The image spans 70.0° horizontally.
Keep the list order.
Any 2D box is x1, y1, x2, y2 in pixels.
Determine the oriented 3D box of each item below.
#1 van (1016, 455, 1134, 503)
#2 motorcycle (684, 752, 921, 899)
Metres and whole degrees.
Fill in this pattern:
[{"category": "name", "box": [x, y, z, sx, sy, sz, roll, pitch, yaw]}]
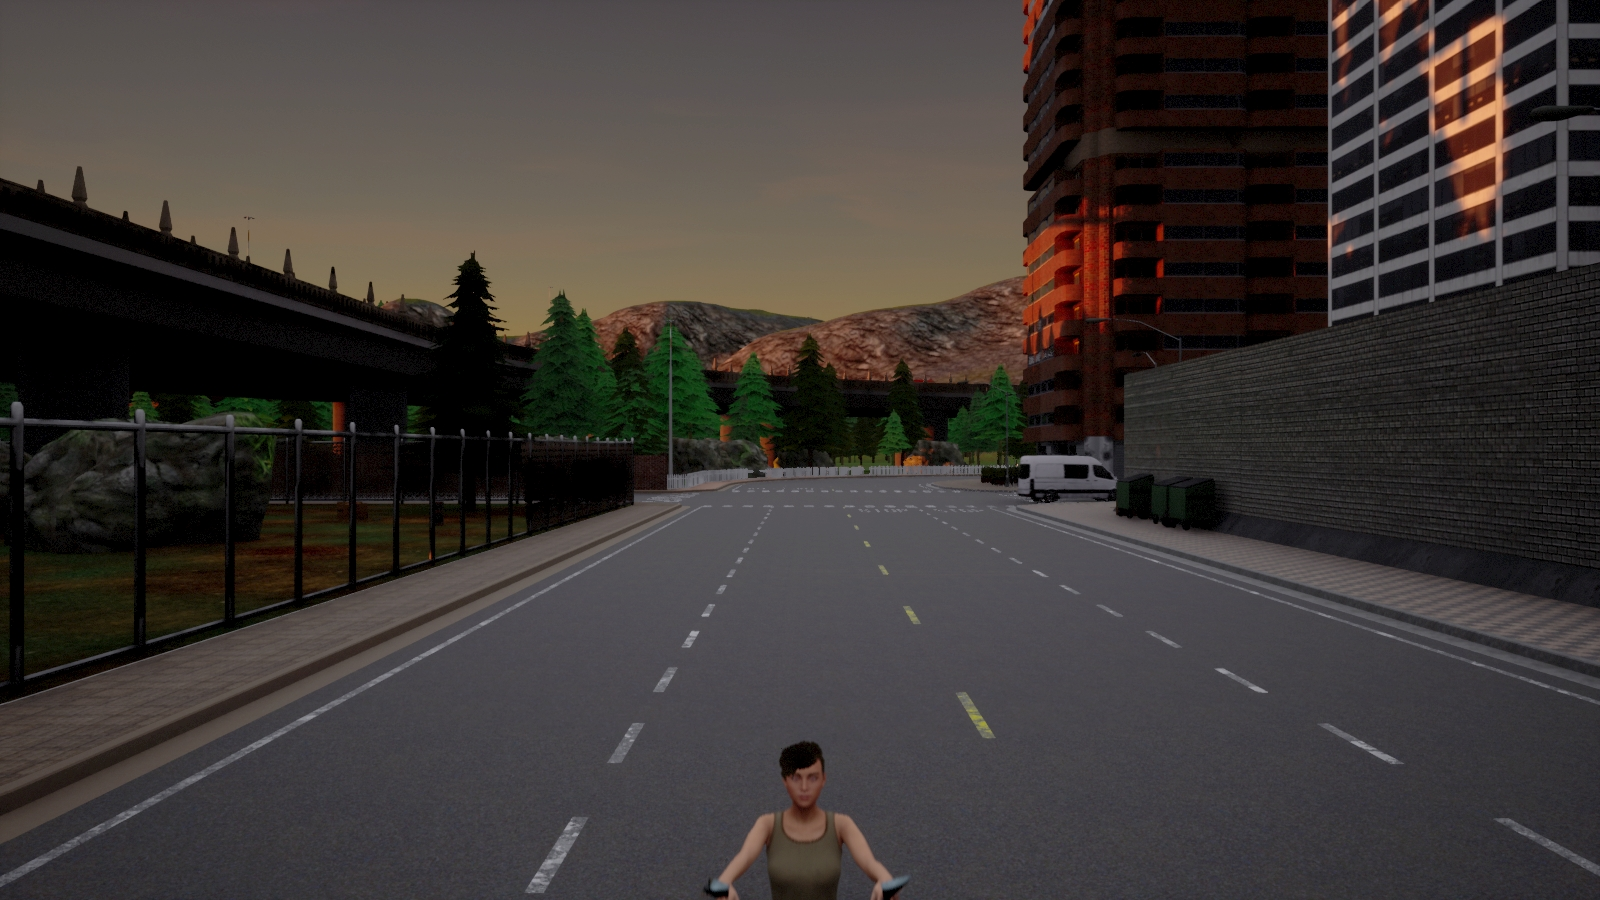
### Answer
[{"category": "van", "box": [14.944, 1.535, 62.209, 5.915, 2.561, 1.988, 0, -1, -10]}, {"category": "motorcycle", "box": [0.009, 2.099, 4.285, 0.764, 1.307, 2.356, 0, 0, 0]}]
